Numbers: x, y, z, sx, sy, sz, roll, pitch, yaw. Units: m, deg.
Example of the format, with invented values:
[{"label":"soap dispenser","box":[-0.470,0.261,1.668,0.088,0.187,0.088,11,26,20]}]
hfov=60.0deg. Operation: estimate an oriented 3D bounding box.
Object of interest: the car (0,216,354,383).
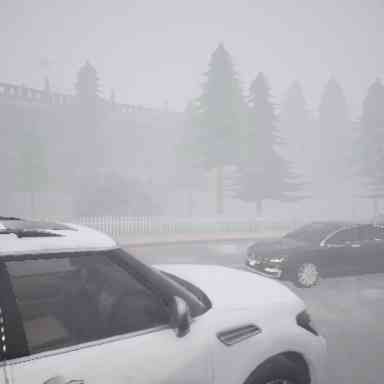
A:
[{"label":"car","box":[-1.380,1.220,2.498,5.566,2.045,2.150,0,0,-34]}]

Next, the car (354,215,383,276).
[{"label":"car","box":[3.825,1.537,9.007,4.892,1.490,1.837,0,-1,-17]}]
